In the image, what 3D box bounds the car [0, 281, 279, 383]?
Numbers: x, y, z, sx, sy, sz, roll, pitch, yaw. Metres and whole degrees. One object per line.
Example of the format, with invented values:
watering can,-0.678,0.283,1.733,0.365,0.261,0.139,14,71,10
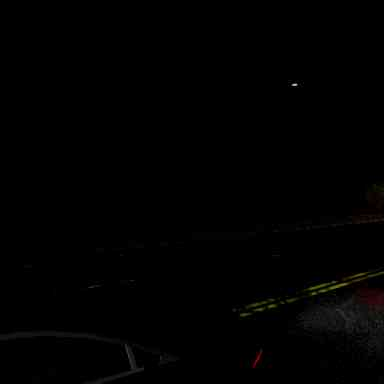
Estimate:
car,-1.397,1.492,2.466,4.902,1.511,2.128,0,0,-36
